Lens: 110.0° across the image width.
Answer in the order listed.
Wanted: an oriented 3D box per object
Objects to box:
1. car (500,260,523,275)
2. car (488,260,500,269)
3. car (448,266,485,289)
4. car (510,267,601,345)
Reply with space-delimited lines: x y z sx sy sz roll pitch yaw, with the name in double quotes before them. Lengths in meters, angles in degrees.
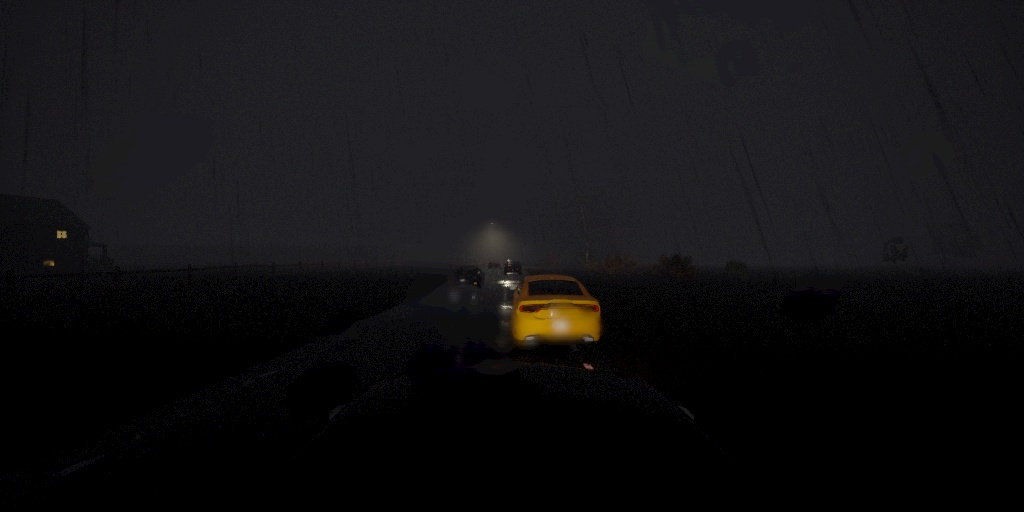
"car" 0.098 1.236 39.195 2.128 1.511 4.902 0 0 0
"car" -2.730 1.343 55.821 1.895 1.301 4.718 0 0 0
"car" -2.842 1.311 23.124 1.994 1.385 4.181 0 0 0
"car" 0.966 1.227 9.533 1.882 1.535 5.008 0 0 0
